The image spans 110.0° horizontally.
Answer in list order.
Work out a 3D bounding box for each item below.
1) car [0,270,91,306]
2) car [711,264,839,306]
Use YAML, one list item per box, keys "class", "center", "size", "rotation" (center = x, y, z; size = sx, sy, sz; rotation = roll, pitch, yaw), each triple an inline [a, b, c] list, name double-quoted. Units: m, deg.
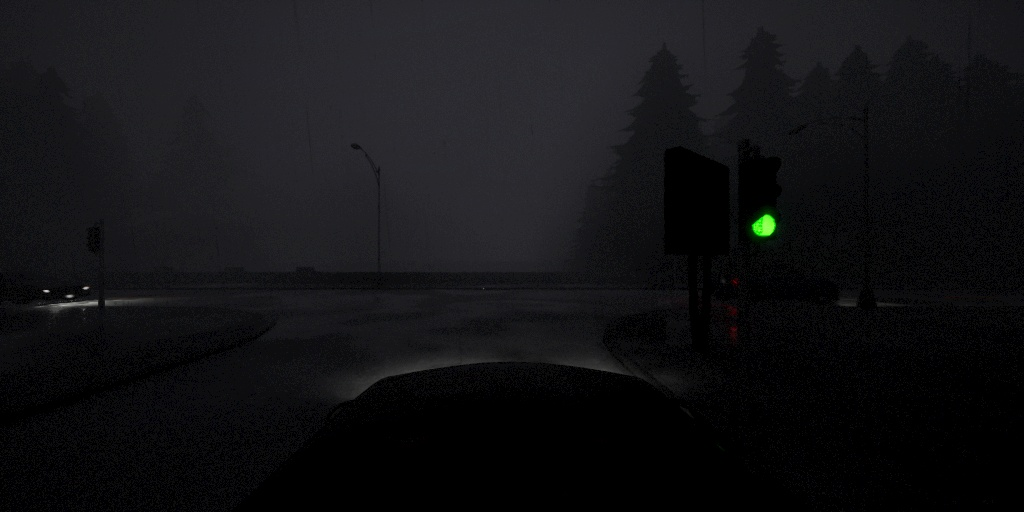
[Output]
- class: "car"
  center: [-21.697, 1.333, 15.438]
  size: [5.357, 1.411, 2.033]
  rotation: [0, 0, 0]
- class: "car"
  center: [11.263, 1.111, 15.506]
  size: [4.553, 1.767, 2.097]
  rotation: [0, 0, 0]
